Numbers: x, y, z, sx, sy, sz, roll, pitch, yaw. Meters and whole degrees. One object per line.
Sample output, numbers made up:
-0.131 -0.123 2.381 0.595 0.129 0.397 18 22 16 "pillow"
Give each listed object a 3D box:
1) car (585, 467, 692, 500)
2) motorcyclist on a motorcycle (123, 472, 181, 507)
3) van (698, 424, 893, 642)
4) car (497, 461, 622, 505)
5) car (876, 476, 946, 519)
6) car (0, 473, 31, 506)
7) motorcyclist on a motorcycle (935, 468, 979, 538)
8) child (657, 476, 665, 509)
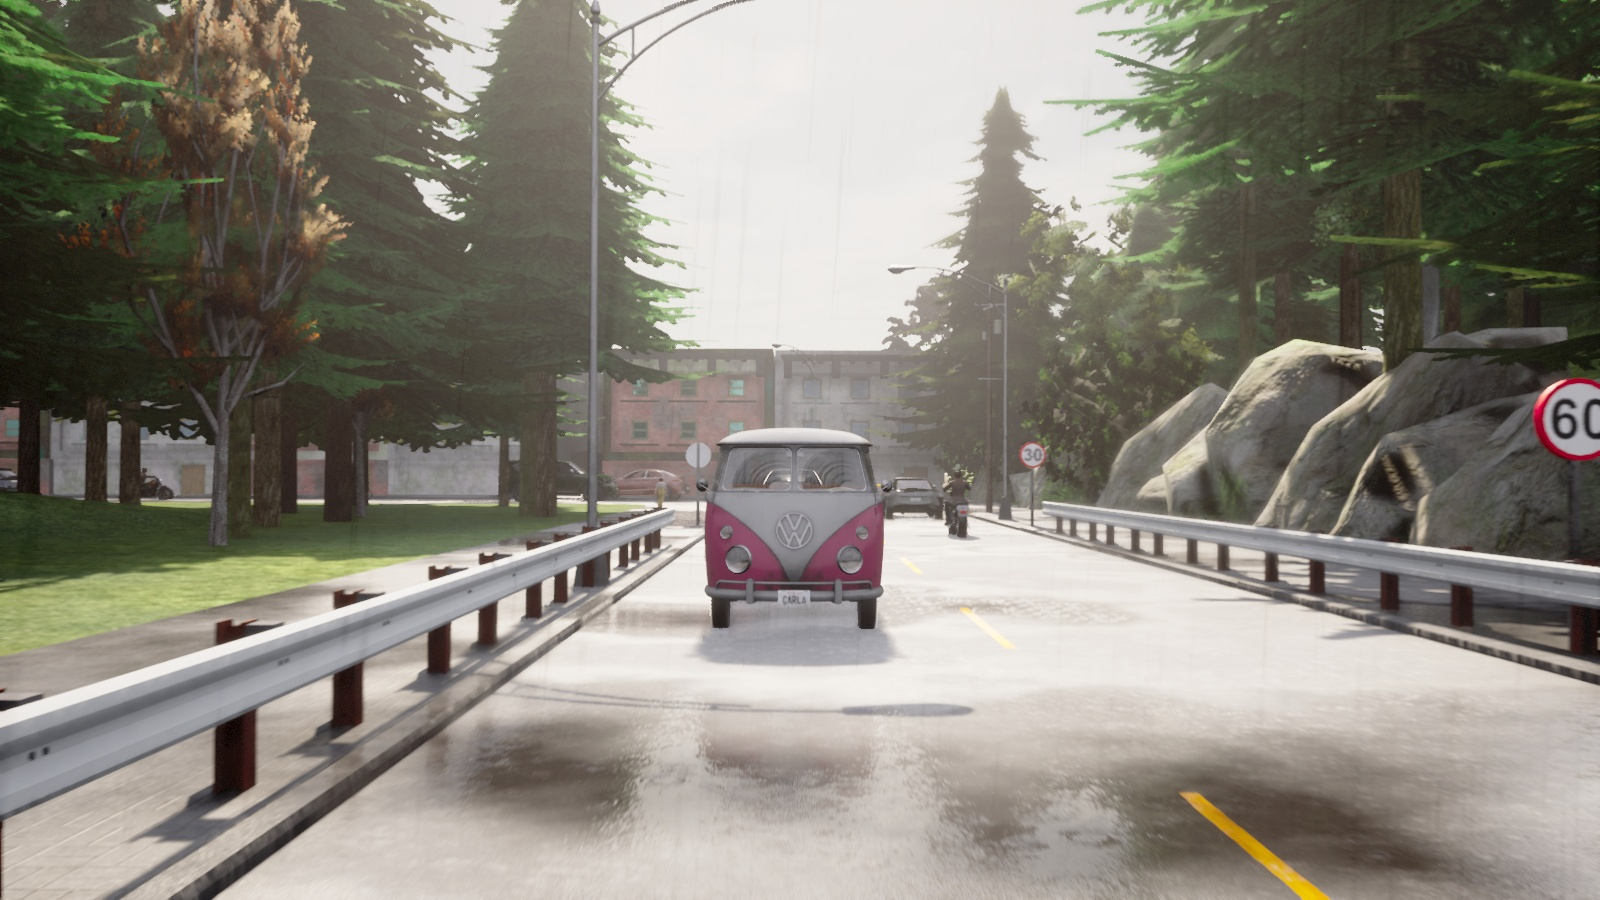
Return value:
-8.224 1.698 64.018 5.027 1.651 2.152 0 -1 7 "car"
-30.955 1.893 60.002 2.350 1.649 0.766 0 -1 0 "motorcyclist on a motorcycle"
-0.059 0.797 13.728 1.775 1.987 4.442 0 -1 0 "van"
-11.435 1.584 60.022 5.566 2.045 2.150 0 -1 0 "car"
3.749 1.583 42.960 1.994 1.385 4.181 0 -1 0 "car"
-42.236 1.985 63.993 4.856 1.649 2.033 0 -1 0 "car"
3.829 1.265 30.770 0.766 1.649 2.350 0 -1 0 "motorcyclist on a motorcycle"
-5.374 1.637 48.463 0.270 1.263 0.437 0 -1 0 "child"
